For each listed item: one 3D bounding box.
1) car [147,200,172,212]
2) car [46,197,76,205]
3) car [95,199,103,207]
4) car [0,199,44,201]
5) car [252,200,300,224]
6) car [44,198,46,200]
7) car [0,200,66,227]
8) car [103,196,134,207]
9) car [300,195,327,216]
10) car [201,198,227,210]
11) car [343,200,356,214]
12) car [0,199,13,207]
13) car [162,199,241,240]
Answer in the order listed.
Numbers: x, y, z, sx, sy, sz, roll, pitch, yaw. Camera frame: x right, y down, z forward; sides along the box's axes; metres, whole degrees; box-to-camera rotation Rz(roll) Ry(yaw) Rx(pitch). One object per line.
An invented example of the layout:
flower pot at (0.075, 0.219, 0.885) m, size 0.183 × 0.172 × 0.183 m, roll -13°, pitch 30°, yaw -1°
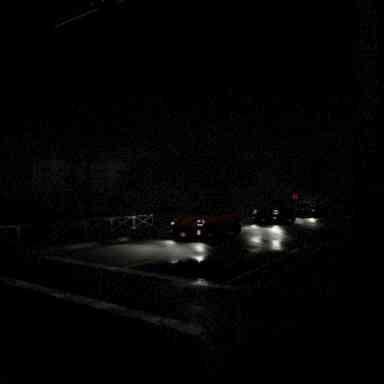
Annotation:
car at (-3.675, 1.699, 41.020) m, size 1.970 × 1.475 × 3.806 m, roll -1°, pitch 0°, yaw 35°
car at (-25.147, 1.834, 64.894) m, size 2.152 × 1.636 × 5.027 m, roll -1°, pitch 0°, yaw 35°
car at (-14.690, 1.608, 57.525) m, size 1.905 × 1.878 × 3.866 m, roll -1°, pitch 0°, yaw 35°
car at (-14.547, 1.643, 25.848) m, size 2.152 × 1.636 × 5.027 m, roll -1°, pitch 0°, yaw 35°
car at (6.428, 1.467, 25.880) m, size 2.097 × 1.767 × 4.553 m, roll -1°, pitch 0°, yaw 35°
car at (-30.578, 1.987, 68.325) m, size 1.970 × 1.475 × 3.806 m, roll -1°, pitch 0°, yaw 35°
car at (-11.953, 1.616, 24.084) m, size 2.007 × 1.523 × 4.514 m, roll -1°, pitch 0°, yaw 35°
car at (-12.077, 1.595, 56.188) m, size 1.932 × 1.855 × 4.605 m, roll -1°, pitch 0°, yaw 35°
car at (12.260, 1.339, 34.274) m, size 2.150 × 2.045 × 5.566 m, roll -1°, pitch 0°, yaw 35°
car at (3.036, 1.654, 45.370) m, size 1.845 × 1.501 × 3.633 m, roll -1°, pitch 0°, yaw 35°
car at (17.376, 1.568, 35.242) m, size 2.128 × 1.511 × 4.902 m, roll -1°, pitch 0°, yaw 35°
car at (-37.632, 2.094, 64.672) m, size 2.007 × 1.523 × 4.514 m, roll -1°, pitch 0°, yaw 35°
car at (0.822, 1.465, 17.765) m, size 2.097 × 1.767 × 4.553 m, roll -1°, pitch 0°, yaw 35°
